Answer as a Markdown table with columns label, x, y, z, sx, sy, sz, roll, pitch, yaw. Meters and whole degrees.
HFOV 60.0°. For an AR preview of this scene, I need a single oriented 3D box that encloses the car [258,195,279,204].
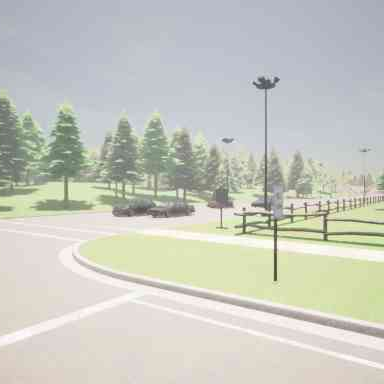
| label | x | y | z | sx | sy | sz | roll | pitch | yaw |
| --- | --- | --- | --- | --- | --- | --- | --- | --- | --- |
| car | 13.461 | 1.306 | 58.053 | 1.837 | 1.490 | 4.892 | 0 | 0 | 35 |

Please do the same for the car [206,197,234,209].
| label | x | y | z | sx | sy | sz | roll | pitch | yaw |
| --- | --- | --- | --- | --- | --- | --- | --- | --- | --- |
| car | 3.827 | 1.353 | 44.496 | 2.097 | 1.767 | 4.553 | 0 | 0 | 35 |

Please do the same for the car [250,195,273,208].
| label | x | y | z | sx | sy | sz | roll | pitch | yaw |
| --- | --- | --- | --- | --- | --- | --- | --- | --- | --- |
| car | 10.273 | 1.547 | 47.563 | 2.033 | 1.411 | 5.357 | 0 | 0 | 35 |

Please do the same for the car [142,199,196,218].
| label | x | y | z | sx | sy | sz | roll | pitch | yaw |
| --- | --- | --- | --- | --- | --- | --- | --- | --- | --- |
| car | -1.752 | 1.547 | 30.476 | 2.033 | 1.411 | 5.357 | 0 | 0 | 35 |

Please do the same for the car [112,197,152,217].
| label | x | y | z | sx | sy | sz | roll | pitch | yaw |
| --- | --- | --- | --- | --- | --- | --- | --- | --- | --- |
| car | -5.371 | 1.352 | 31.410 | 2.097 | 1.767 | 4.553 | 0 | 0 | 35 |
